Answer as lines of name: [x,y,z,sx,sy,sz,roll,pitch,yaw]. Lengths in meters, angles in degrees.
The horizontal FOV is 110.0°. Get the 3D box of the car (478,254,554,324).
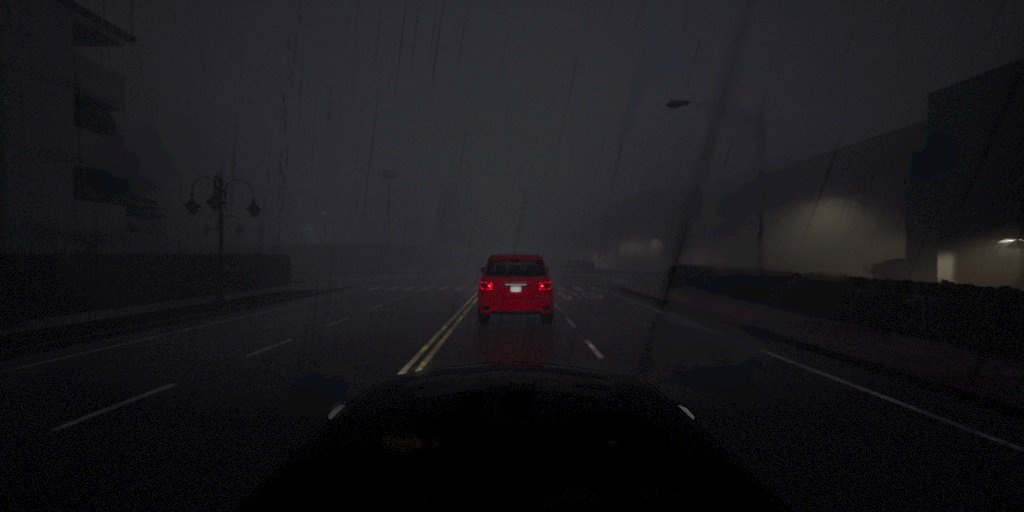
car: [0.102,0.954,12.051,2.150,2.045,5.566,0,0,0]
